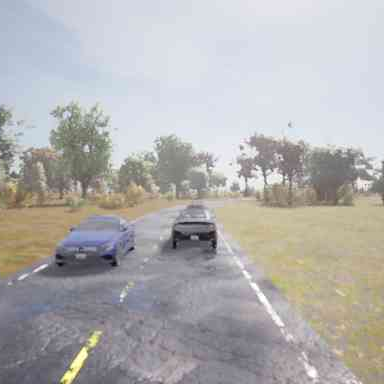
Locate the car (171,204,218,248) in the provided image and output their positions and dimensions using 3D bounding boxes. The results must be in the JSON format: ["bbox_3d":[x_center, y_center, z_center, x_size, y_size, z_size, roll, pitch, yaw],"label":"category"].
[{"bbox_3d":[0.101,1.513,14.994,2.128,1.511,4.902,0,0,0],"label":"car"}]

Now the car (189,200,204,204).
[{"bbox_3d":[0.488,1.598,36.430,2.033,1.411,5.357,0,0,3],"label":"car"}]

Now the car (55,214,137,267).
[{"bbox_3d":[-3.094,1.540,11.603,1.812,1.442,4.674,0,0,0],"label":"car"}]
